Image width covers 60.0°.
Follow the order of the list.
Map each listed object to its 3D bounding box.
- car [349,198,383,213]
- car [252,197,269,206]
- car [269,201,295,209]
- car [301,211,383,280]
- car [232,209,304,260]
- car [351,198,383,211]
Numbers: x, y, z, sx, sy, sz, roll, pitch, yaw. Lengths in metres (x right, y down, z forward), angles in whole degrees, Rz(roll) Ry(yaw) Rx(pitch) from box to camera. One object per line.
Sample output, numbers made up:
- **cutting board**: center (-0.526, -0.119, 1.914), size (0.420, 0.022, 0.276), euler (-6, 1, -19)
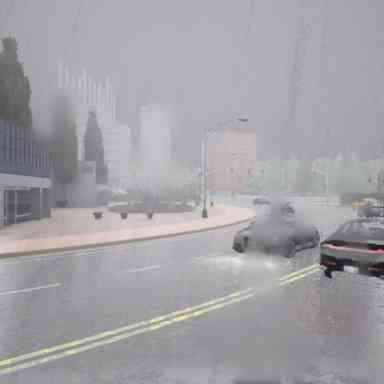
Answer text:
- **car**: center (20.172, 1.477, 38.175), size (1.882, 1.535, 5.008), euler (0, 0, 0)
- **car**: center (11.760, 1.578, 56.421), size (2.033, 1.411, 5.357), euler (0, 0, -6)
- **car**: center (9.015, 1.601, 32.952), size (1.895, 1.301, 4.718), euler (0, 0, 9)
- **car**: center (5.127, 1.491, 9.098), size (2.128, 1.511, 4.902), euler (0, 0, 42)
- **car**: center (3.293, 1.564, 12.642), size (1.994, 1.385, 4.181), euler (0, 0, 38)
- **car**: center (15.046, 1.491, 27.538), size (2.128, 1.511, 4.902), euler (0, 0, 16)
